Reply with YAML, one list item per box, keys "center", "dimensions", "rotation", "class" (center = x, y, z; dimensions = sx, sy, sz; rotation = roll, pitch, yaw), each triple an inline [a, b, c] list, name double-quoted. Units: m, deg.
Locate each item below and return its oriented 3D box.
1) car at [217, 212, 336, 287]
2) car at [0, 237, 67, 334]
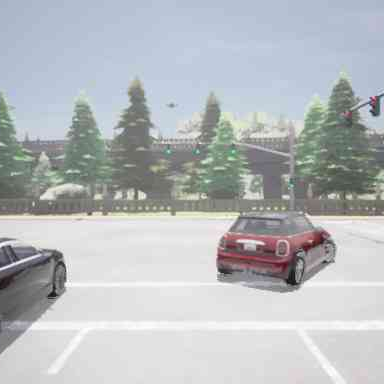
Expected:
- center: [2.626, 1.350, 9.773]
  dimensions: [2.097, 1.767, 4.553]
  rotation: [0, 0, 35]
  class: "car"
- center: [-3.648, 1.497, 5.593]
  dimensions: [2.128, 1.511, 4.902]
  rotation: [0, 0, -3]
  class: "car"
